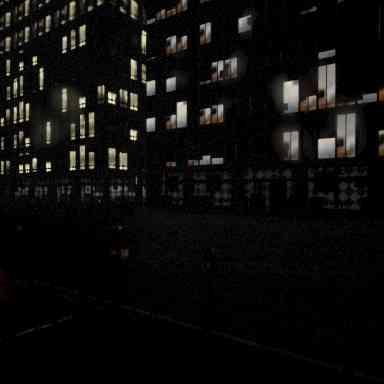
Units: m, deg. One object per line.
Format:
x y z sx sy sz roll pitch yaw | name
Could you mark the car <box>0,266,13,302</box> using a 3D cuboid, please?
-5.544 1.526 6.834 4.829 1.417 1.752 0 0 36 | car
